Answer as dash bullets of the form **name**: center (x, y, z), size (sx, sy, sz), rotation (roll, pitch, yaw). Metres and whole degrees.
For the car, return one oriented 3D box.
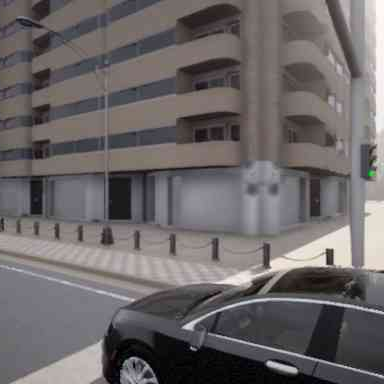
- **car**: center (1.205, 1.505, 3.132), size (4.892, 1.490, 1.837), rotation (0, 0, 36)
